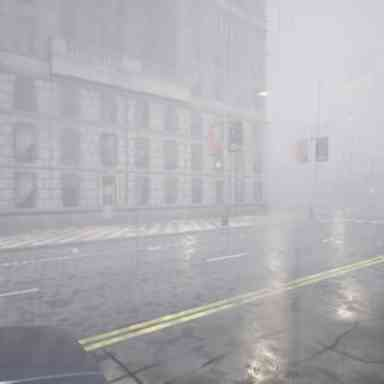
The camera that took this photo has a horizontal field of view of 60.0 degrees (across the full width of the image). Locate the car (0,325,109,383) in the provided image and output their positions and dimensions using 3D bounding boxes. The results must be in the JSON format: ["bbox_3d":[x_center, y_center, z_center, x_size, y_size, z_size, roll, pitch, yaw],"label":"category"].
[{"bbox_3d":[-3.125,1.558,1.725,5.357,1.411,2.033,0,0,-35],"label":"car"}]
